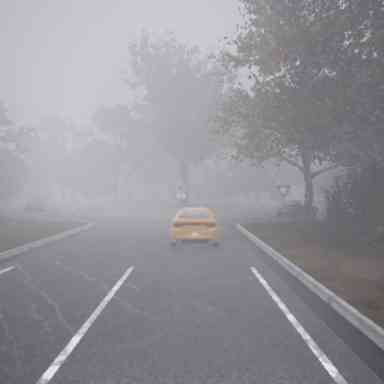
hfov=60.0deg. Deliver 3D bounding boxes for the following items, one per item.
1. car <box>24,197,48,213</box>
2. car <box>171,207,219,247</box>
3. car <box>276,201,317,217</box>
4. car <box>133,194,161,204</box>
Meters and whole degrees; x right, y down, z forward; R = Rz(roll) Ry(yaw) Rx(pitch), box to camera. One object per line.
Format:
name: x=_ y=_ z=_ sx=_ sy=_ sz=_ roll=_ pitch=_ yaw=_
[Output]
car: x=-16.485 y=1.343 z=35.316 sx=1.837 sy=1.490 sz=4.892 roll=-2 pitch=1 yaw=-17
car: x=0.102 y=1.410 z=14.780 sx=1.882 sy=1.535 sz=5.008 roll=0 pitch=0 yaw=0
car: x=9.219 y=1.432 z=28.984 sx=4.181 sy=1.385 sz=1.994 roll=0 pitch=1 yaw=-39
car: x=-7.482 y=1.096 z=55.626 sx=4.553 sy=1.767 sz=2.097 roll=0 pitch=1 yaw=-17
